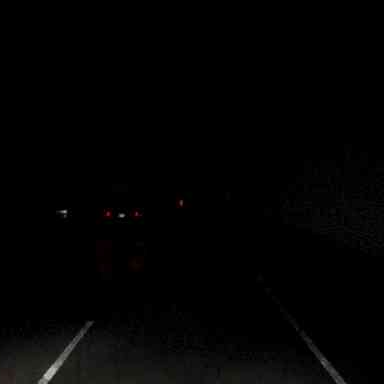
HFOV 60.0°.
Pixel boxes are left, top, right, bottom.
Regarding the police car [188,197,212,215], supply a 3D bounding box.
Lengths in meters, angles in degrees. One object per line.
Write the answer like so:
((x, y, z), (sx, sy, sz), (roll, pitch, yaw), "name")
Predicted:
((0.930, 1.455, 34.931), (1.930, 1.638, 5.238), (0, 0, -3), "police car")

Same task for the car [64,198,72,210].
((-15.325, 1.513, 43.520), (1.882, 1.535, 5.008), (0, 0, -10), "car")

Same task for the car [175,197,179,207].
((-1.384, 1.395, 51.733), (2.097, 1.767, 4.553), (0, 0, -13), "car")

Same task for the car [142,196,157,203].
((-9.150, 1.521, 71.104), (1.895, 1.301, 4.718), (0, 0, -26), "car")

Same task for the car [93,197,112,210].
((-12.075, 1.528, 45.151), (2.128, 1.511, 4.902), (0, 0, -11), "car")

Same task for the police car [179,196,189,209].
((-0.182, 1.464, 45.569), (1.930, 1.638, 5.238), (0, 0, -9), "police car")

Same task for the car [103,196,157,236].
((-3.404, 1.237, 18.828), (2.150, 2.045, 5.566), (0, 0, 0), "car")
